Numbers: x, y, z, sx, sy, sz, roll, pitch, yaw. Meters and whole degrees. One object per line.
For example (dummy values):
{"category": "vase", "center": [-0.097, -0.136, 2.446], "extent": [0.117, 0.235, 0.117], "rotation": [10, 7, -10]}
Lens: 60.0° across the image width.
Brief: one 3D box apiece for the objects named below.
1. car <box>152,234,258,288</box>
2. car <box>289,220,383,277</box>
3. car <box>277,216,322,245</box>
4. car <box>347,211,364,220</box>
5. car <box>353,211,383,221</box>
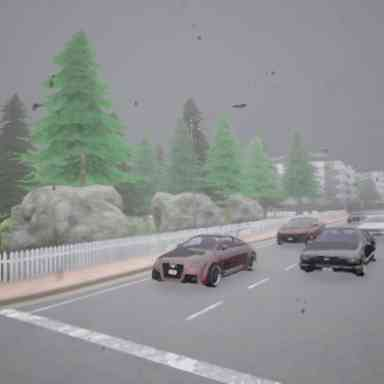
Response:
{"category": "car", "center": [0.575, 2.132, 11.121], "extent": [1.994, 1.385, 4.181], "rotation": [-4, -3, 34]}
{"category": "car", "center": [5.549, 1.994, 12.172], "extent": [2.033, 1.411, 5.357], "rotation": [-4, -3, 35]}
{"category": "car", "center": [6.670, 2.270, 19.941], "extent": [1.882, 1.535, 5.008], "rotation": [-4, -3, 35]}
{"category": "car", "center": [18.840, 2.798, 37.435], "extent": [1.994, 1.385, 4.181], "rotation": [-4, -4, 35]}
{"category": "car", "center": [12.011, 2.208, 21.501], "extent": [1.812, 1.442, 4.674], "rotation": [-4, -3, 35]}
